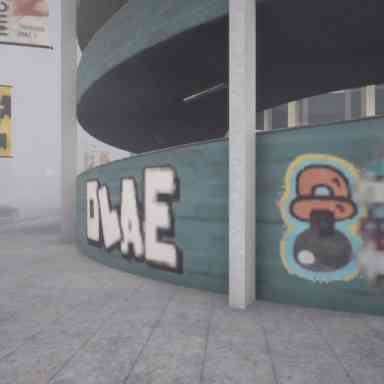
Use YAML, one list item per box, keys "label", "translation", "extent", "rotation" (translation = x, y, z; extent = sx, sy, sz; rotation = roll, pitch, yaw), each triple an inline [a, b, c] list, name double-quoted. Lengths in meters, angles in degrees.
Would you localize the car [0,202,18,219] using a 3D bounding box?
- label: "car"
  translation: [-15.788, 1.494, 26.428]
  extent: [2.128, 1.511, 4.902]
  rotation: [0, 0, 2]
